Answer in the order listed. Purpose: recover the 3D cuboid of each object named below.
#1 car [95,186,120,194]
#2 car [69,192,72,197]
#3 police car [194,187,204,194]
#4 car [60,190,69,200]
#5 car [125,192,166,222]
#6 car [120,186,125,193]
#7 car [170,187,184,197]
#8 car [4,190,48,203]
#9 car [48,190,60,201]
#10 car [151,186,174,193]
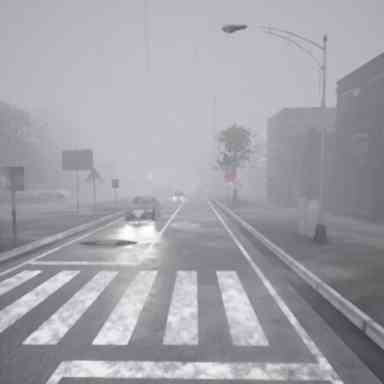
[{"bbox_3d":[-20.891,-0.283,80.630,5.008,1.535,2.097,0,1,1],"label":"car"},{"bbox_3d":[-21.291,0.372,52.155,4.674,1.452,2.002,0,1,1],"label":"car"},{"bbox_3d":[2.078,-0.449,85.751,1.930,1.638,5.238,0,1,1],"label":"police car"},{"bbox_3d":[-21.343,0.400,49.006,5.008,1.535,2.097,0,1,1],"label":"car"},{"bbox_3d":[-3.092,1.022,21.712,2.128,1.511,4.902,0,1,1],"label":"car"},{"bbox_3d":[-20.824,-0.384,86.197,5.008,1.535,2.097,0,1,1],"label":"car"},{"bbox_3d":[-2.478,0.224,62.817,1.895,1.301,4.718,0,1,1],"label":"car"},{"bbox_3d":[-21.425,0.583,42.460,4.674,1.452,2.002,0,1,1],"label":"car"},{"bbox_3d":[-21.377,0.473,45.734,4.892,1.521,2.231,0,1,1],"label":"car"},{"bbox_3d":[-7.773,-0.343,83.211,4.892,1.521,2.231,0,1,1],"label":"car"}]
